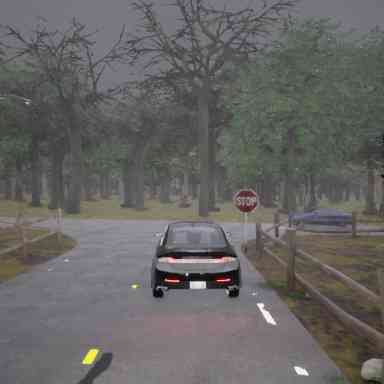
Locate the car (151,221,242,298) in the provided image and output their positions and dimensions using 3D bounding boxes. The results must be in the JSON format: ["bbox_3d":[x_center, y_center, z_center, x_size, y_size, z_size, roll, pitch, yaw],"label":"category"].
[{"bbox_3d":[0.035,1.492,8.520,2.128,1.511,4.902,0,0,-2],"label":"car"}]

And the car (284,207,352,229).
[{"bbox_3d":[8.982,1.773,23.682,4.674,1.442,1.812,1,0,-4],"label":"car"}]
